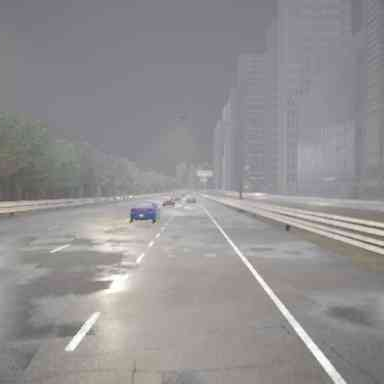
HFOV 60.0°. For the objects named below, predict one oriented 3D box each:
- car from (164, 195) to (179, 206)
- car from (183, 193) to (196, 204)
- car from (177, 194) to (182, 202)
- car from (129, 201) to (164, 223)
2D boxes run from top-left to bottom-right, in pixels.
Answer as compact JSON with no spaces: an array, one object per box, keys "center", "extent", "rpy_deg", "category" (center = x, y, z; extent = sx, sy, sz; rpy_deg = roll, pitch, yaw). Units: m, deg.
[{"center":[-3.649,1.657,54.143],"extent":[1.895,1.301,4.718],"rpy_deg":[0,0,0],"category":"car"},{"center":[-0.130,1.570,67.433],"extent":[2.128,1.511,4.902],"rpy_deg":[0,0,0],"category":"car"},{"center":[-3.773,1.446,73.601],"extent":[2.097,1.767,4.553],"rpy_deg":[0,0,0],"category":"car"},{"center":[-3.533,1.492,25.595],"extent":[1.882,1.535,5.008],"rpy_deg":[0,0,0],"category":"car"}]
